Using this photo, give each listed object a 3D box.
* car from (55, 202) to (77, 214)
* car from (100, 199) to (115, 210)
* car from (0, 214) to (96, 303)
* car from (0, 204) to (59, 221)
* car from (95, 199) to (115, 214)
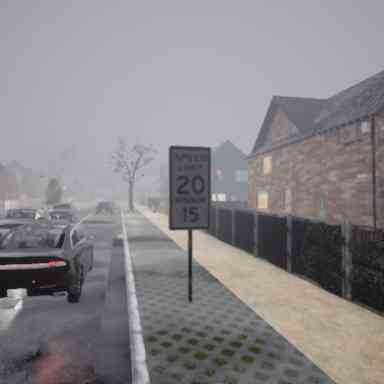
[{"bbox_3d":[-10.543,1.629,27.200,1.837,1.490,4.892,0,-1,-12],"label":"car"},{"bbox_3d":[-12.142,1.779,47.958,1.882,1.535,5.008,0,-1,-12],"label":"car"},{"bbox_3d":[-3.459,1.502,7.978,2.128,1.511,4.902,0,0,-12],"label":"car"},{"bbox_3d":[-8.121,1.540,16.012,2.128,1.511,4.902,0,0,-12],"label":"car"},{"bbox_3d":[-9.913,1.721,37.910,1.837,1.490,4.892,0,-1,-12],"label":"car"}]
